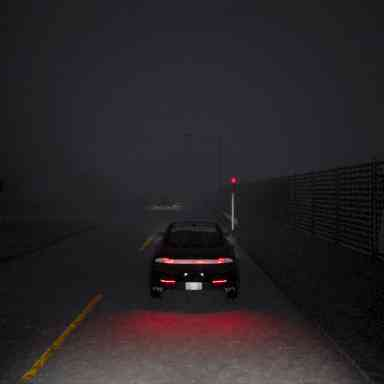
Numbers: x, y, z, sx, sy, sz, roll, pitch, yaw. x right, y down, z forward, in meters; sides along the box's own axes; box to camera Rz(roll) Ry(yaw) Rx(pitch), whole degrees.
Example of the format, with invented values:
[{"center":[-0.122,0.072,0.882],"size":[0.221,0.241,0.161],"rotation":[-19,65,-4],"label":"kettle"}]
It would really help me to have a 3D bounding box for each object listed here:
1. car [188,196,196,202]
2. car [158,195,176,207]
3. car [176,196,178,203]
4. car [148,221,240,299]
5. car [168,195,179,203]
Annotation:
[{"center":[0.085,1.595,77.479],"size":[1.895,1.301,4.718],"rotation":[0,0,0],"label":"car"},{"center":[-4.040,1.352,51.301],"size":[2.097,1.767,4.553],"rotation":[0,0,0],"label":"car"},{"center":[-4.002,1.601,60.668],"size":[1.895,1.301,4.718],"rotation":[0,0,0],"label":"car"},{"center":[0.057,1.492,8.462],"size":[2.128,1.511,4.902],"rotation":[0,0,1],"label":"car"},{"center":[-3.923,1.478,71.103],"size":[1.882,1.535,5.008],"rotation":[0,0,0],"label":"car"}]
